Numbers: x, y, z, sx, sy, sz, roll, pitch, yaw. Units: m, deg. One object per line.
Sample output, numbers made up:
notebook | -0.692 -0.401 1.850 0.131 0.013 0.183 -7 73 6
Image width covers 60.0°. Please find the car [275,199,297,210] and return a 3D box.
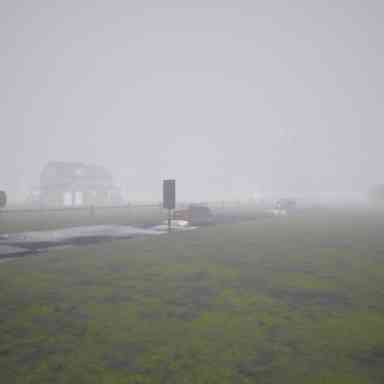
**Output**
car | 13.306 1.684 47.109 2.128 1.511 4.902 0 0 36

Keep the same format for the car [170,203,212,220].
car | 0.008 1.650 28.758 1.994 1.385 4.181 0 0 36
